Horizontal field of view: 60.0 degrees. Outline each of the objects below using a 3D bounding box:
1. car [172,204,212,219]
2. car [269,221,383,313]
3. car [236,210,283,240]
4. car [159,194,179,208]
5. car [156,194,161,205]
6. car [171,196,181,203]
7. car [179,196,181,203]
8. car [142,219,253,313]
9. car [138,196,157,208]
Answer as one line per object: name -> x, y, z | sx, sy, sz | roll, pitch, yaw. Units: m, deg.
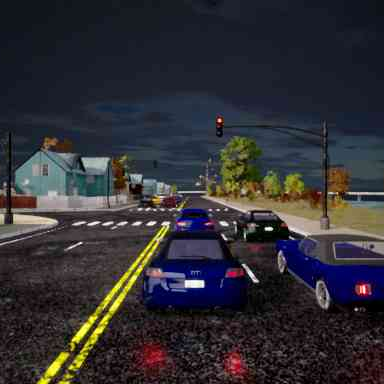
car -> 0.062, 1.527, 16.466 | 1.812, 1.442, 4.674 | 0, 0, -2
car -> 3.343, 1.601, 7.619 | 1.895, 1.301, 4.718 | 0, 0, 0
car -> 3.325, 1.565, 16.380 | 1.994, 1.385, 4.181 | 0, 0, 0
car -> -3.408, 1.506, 49.996 | 1.882, 1.535, 5.008 | 0, 0, 1
car -> -6.658, 1.519, 59.112 | 1.882, 1.535, 5.008 | 0, 0, 0
car -> -3.352, 1.538, 70.280 | 1.882, 1.535, 5.008 | 0, 0, 0
car -> -3.409, 1.532, 59.913 | 2.128, 1.511, 4.902 | 0, 0, 0
car -> 0.079, 1.564, 7.779 | 1.994, 1.385, 4.181 | 0, 0, 1
car -> -6.662, 1.591, 48.874 | 1.994, 1.385, 4.181 | 0, 0, 0
